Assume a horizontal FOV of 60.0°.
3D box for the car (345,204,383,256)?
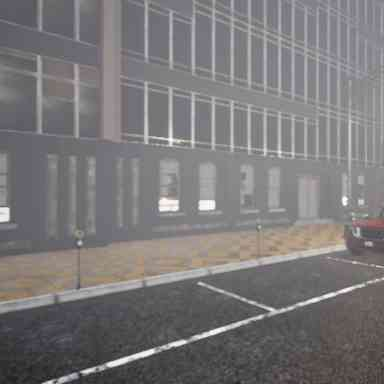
[{"bbox_3d":[7.675,1.335,12.083,5.009,1.841,2.192,0,0,-36],"label":"car"}]
